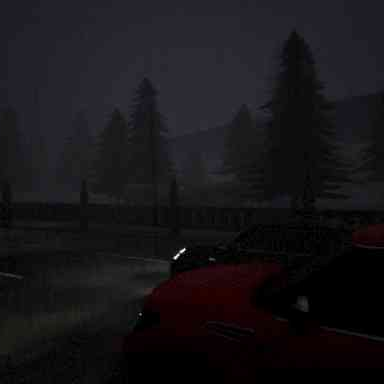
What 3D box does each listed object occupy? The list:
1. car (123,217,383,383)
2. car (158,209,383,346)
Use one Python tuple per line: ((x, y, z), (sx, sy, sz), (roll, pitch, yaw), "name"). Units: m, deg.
((1.986, 1.211, 2.499), (5.566, 2.045, 2.150), (0, 0, 35), "car")
((1.731, 1.336, 6.794), (4.553, 1.767, 2.097), (0, 0, 35), "car")
